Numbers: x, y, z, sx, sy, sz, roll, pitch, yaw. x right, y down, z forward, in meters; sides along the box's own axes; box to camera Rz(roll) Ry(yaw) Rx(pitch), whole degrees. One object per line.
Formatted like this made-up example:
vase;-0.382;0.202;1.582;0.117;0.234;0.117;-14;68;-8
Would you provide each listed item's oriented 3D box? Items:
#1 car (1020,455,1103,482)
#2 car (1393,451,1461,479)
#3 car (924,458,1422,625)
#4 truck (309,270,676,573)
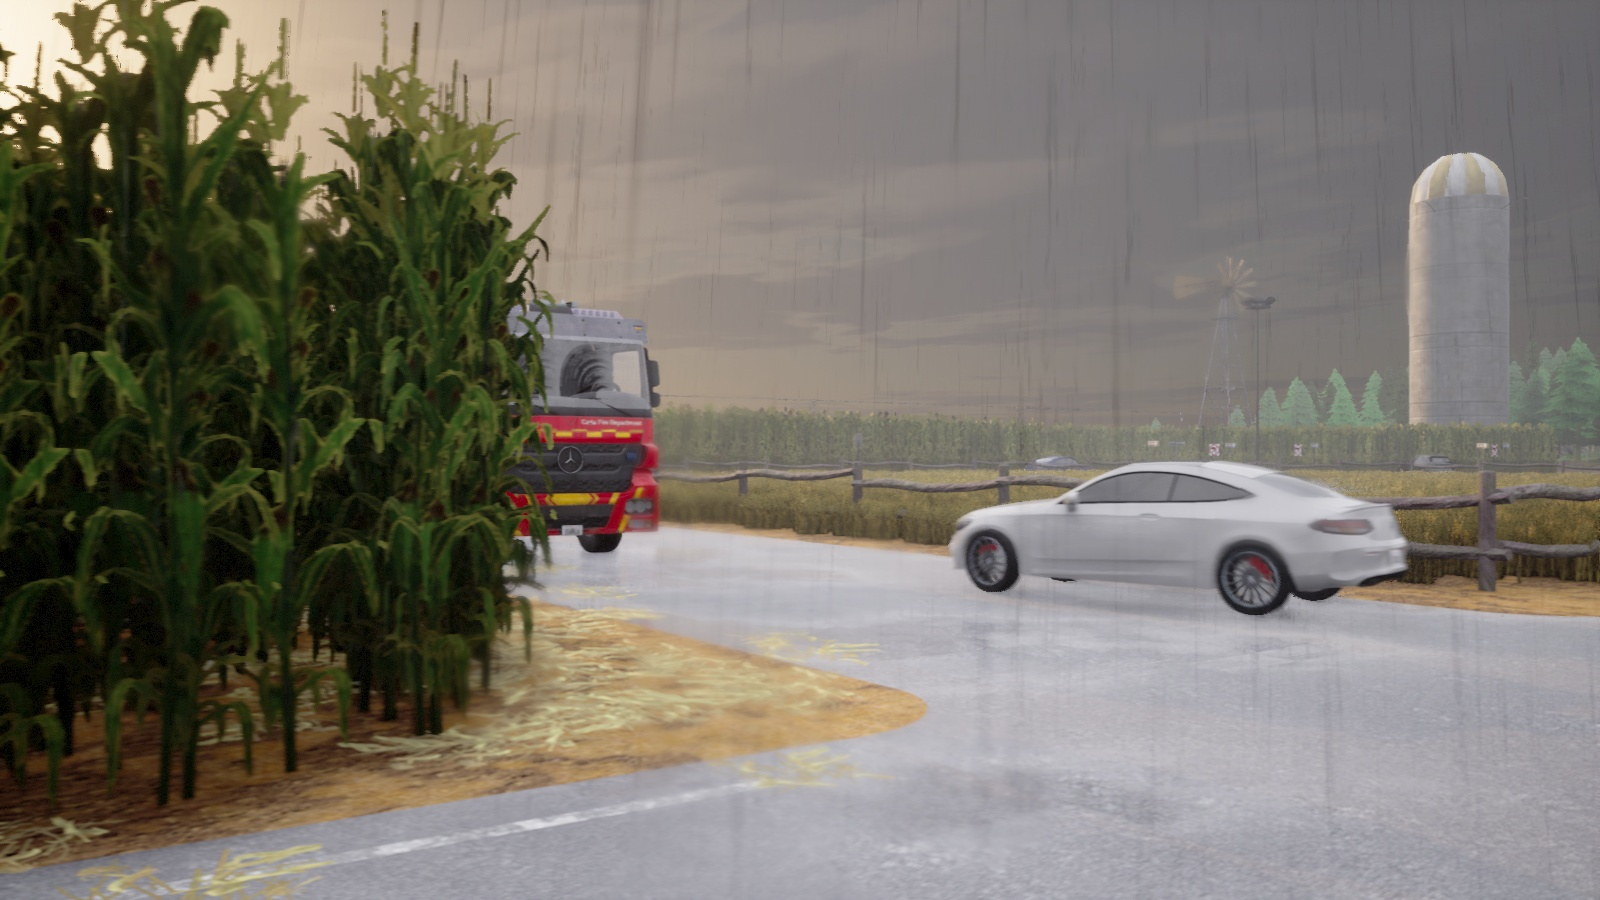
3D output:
car;14.523;0.997;69.671;4.674;1.442;1.812;0;0;-34
car;39.406;0.923;79.067;2.033;1.649;4.856;0;0;3
car;3.746;0.814;13.169;4.674;1.442;1.812;0;0;41
truck;-5.332;-0.349;20.168;2.891;3.827;8.468;0;0;-35
